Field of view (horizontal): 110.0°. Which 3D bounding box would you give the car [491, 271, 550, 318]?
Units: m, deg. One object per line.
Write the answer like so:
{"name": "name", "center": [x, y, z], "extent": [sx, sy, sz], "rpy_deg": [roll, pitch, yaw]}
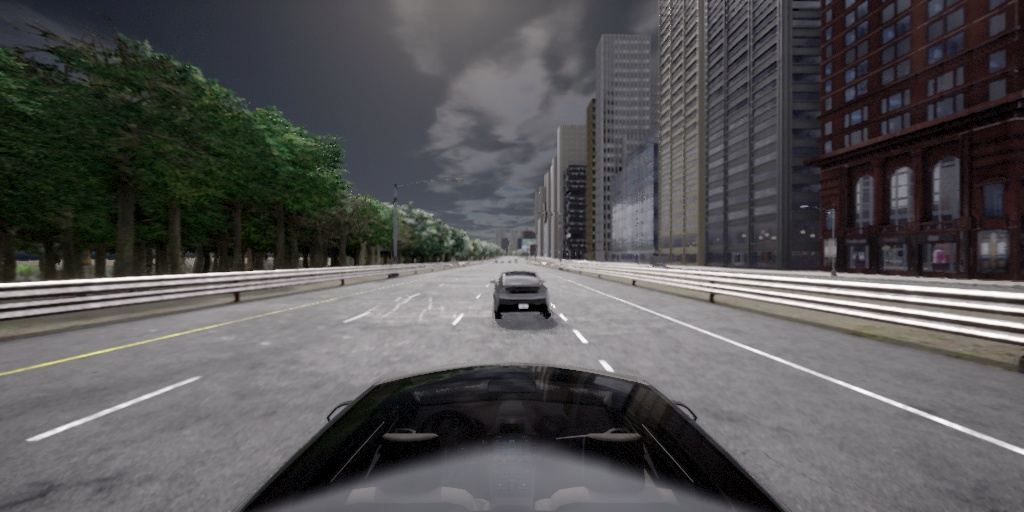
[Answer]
{"name": "car", "center": [0.266, 1.303, 13.418], "extent": [1.837, 1.490, 4.892], "rpy_deg": [0, 0, -2]}
